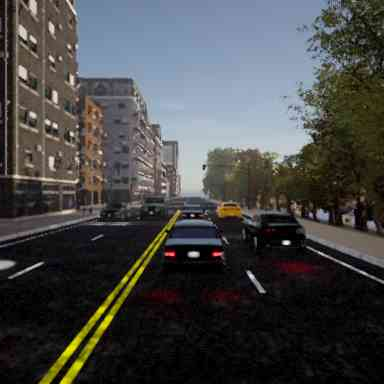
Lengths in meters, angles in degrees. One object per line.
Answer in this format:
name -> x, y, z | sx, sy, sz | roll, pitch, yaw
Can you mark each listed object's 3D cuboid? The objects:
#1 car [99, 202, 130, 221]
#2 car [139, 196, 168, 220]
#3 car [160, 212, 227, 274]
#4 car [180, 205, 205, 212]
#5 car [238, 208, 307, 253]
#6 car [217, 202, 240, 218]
car -> -6.603, 1.678, 28.843 | 1.837, 1.490, 4.892 | 0, -1, 0
car -> -3.354, 1.403, 30.221 | 2.150, 2.045, 5.566 | 0, -1, 0
car -> 0.060, 1.610, 10.765 | 2.033, 1.411, 5.357 | 0, 0, 0
car -> 0.052, 1.700, 25.793 | 2.033, 1.411, 5.357 | 0, 0, 0
car -> 3.324, 1.584, 14.103 | 1.837, 1.490, 4.892 | 0, -1, 0
car -> 3.317, 1.657, 30.150 | 1.882, 1.535, 5.008 | 0, 0, 0
